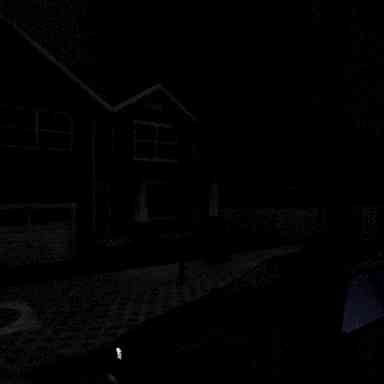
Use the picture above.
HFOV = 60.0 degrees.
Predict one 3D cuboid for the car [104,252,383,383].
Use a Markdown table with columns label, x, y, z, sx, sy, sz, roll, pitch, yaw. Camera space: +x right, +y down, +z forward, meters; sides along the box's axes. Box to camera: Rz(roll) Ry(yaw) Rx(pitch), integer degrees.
| label | x | y | z | sx | sy | sz | roll | pitch | yaw |
| --- | --- | --- | --- | --- | --- | --- | --- | --- | --- |
| car | 1.688 | 1.587 | 4.403 | 5.357 | 1.411 | 2.033 | 1 | -1 | -37 |
